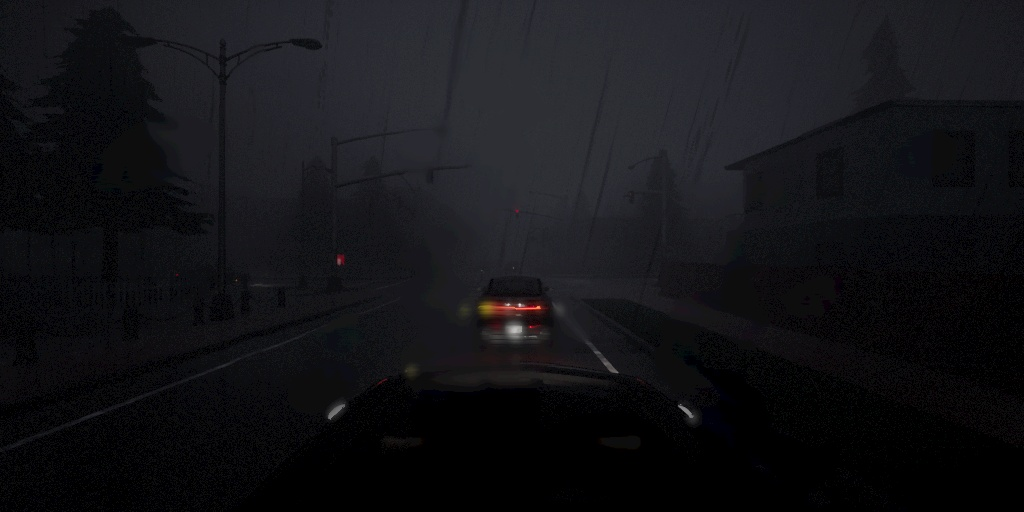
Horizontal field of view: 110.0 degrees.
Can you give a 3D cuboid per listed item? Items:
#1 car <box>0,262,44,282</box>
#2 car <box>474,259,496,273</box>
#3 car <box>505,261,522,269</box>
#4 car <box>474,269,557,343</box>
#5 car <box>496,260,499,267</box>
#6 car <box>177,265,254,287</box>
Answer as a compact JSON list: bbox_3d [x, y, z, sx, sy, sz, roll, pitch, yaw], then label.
[{"bbox_3d":[-35.046,1.313,23.614,5.357,1.411,2.033,0,0,-1],"label":"car"},{"bbox_3d":[-3.507,1.297,44.389,2.033,1.411,5.357,0,0,0],"label":"car"},{"bbox_3d":[0.174,1.314,42.598,1.994,1.385,4.181,0,0,0],"label":"car"},{"bbox_3d":[0.092,1.255,9.673,1.837,1.490,4.892,0,0,0],"label":"car"},{"bbox_3d":[-3.476,1.241,54.570,2.128,1.511,4.902,0,0,0],"label":"car"},{"bbox_3d":[-19.863,1.329,24.001,4.181,1.385,1.994,0,0,-2],"label":"car"}]
